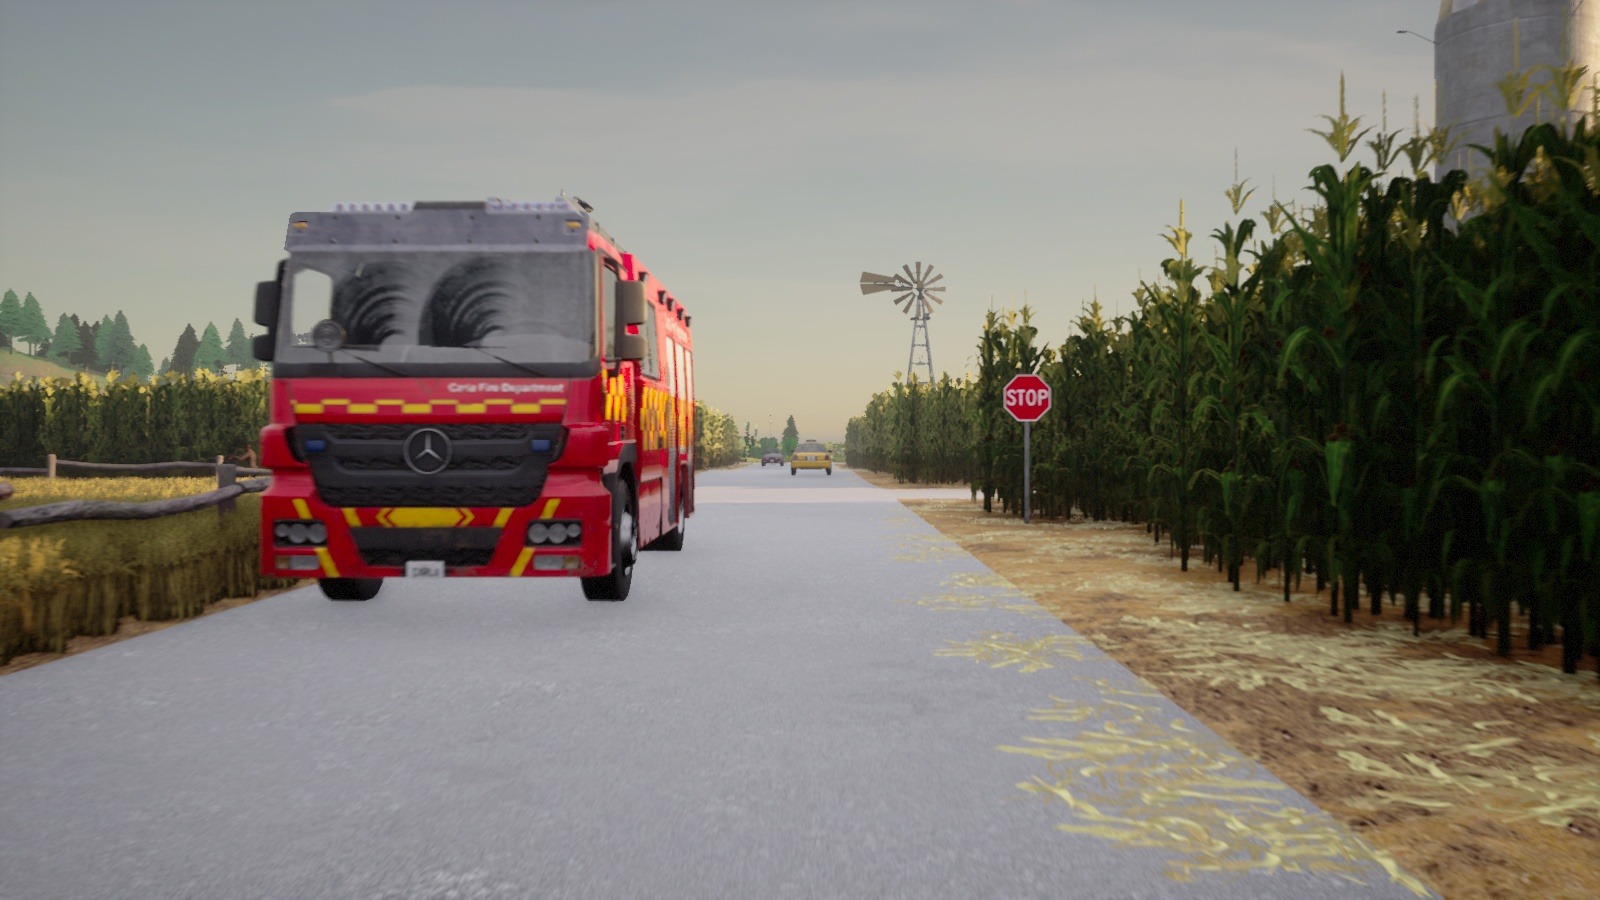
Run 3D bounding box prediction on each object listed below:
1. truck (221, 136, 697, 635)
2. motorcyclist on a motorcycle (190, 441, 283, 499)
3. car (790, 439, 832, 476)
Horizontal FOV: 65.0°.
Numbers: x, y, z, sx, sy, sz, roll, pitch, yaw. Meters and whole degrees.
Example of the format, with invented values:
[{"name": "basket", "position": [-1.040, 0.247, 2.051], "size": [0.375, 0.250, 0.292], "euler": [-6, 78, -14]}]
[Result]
[{"name": "truck", "position": [-2.968, -0.536, 13.883], "size": [2.891, 3.827, 8.468], "euler": [0, 1, 0]}, {"name": "motorcyclist on a motorcycle", "position": [-16.429, 0.576, 36.635], "size": [2.350, 1.649, 0.766], "euler": [-1, 0, 0]}, {"name": "car", "position": [0.491, 0.286, 56.699], "size": [1.801, 1.575, 5.366], "euler": [0, 1, 0]}]
